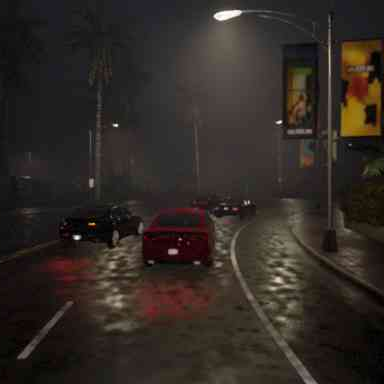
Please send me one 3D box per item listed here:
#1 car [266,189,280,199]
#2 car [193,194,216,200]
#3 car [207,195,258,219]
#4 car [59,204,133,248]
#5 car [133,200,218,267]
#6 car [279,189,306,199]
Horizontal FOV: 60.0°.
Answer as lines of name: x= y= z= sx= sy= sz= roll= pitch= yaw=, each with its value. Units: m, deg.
car: x=14.308 y=0.278 z=55.400 sx=4.902 sy=1.511 sz=2.128 roll=-1 pitch=2 yaw=-41
car: x=1.536 y=0.916 z=27.871 sx=1.837 sy=1.490 sz=4.892 roll=0 pitch=2 yaw=27
car: x=3.161 y=1.046 z=23.330 sx=2.033 sy=1.411 sz=5.357 roll=0 pitch=1 yaw=24
car: x=-3.377 y=1.233 z=13.315 sx=1.837 sy=1.490 sz=4.892 roll=0 pitch=0 yaw=9
car: x=-0.235 y=1.253 z=10.651 sx=1.882 sy=1.535 sz=5.008 roll=0 pitch=1 yaw=5
car: x=16.180 y=0.406 z=52.387 sx=4.181 sy=1.385 sz=1.994 roll=-1 pitch=1 yaw=-41
